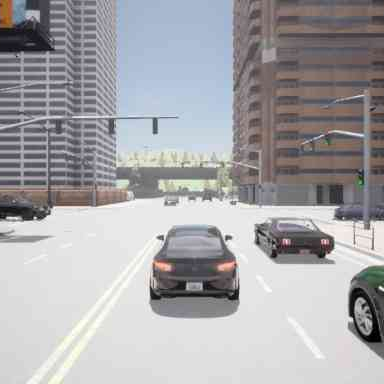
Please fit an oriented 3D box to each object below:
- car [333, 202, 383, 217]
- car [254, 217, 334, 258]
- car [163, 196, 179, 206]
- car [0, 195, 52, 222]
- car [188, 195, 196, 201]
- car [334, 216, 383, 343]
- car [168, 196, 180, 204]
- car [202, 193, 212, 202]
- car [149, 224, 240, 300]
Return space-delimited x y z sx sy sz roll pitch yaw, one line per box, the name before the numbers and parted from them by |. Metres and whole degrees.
car | 13.566 1.564 26.577 4.181 1.385 1.994 0 0 0
car | 3.605 1.601 12.702 1.895 1.301 4.718 0 0 1
car | -3.590 1.492 54.818 2.128 1.511 4.902 0 0 -1
car | -14.072 1.221 26.281 5.566 2.045 2.150 0 0 6
car | 0.014 1.425 77.292 1.837 1.490 4.892 0 0 0
car | 3.601 1.352 3.617 2.097 1.767 4.553 0 0 0
car | -3.530 1.492 65.222 2.128 1.511 4.902 0 0 1
car | 3.514 1.225 78.002 2.150 2.045 5.566 0 0 0
car | 0.062 1.526 8.249 1.812 1.442 4.674 0 0 0
